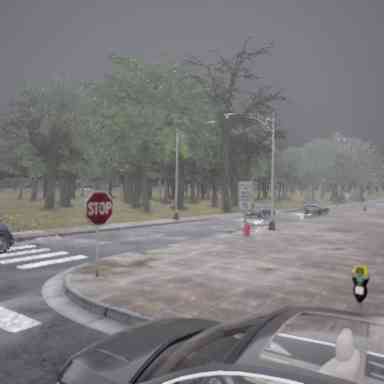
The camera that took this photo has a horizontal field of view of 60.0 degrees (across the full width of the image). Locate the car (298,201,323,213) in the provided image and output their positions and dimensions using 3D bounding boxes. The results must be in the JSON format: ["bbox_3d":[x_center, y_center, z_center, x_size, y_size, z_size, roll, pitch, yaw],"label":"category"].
[{"bbox_3d":[17.094,2.113,47.706,2.128,1.511,4.902,1,0,36],"label":"car"}]

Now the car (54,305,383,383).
[{"bbox_3d":[0.770,1.553,2.241,4.403,1.369,2.008,0,1,36],"label":"car"}]

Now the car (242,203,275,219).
[{"bbox_3d":[6.799,1.856,33.481,1.837,1.490,4.892,1,0,36],"label":"car"}]

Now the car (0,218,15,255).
[{"bbox_3d":[-8.864,1.425,11.615,2.097,1.767,4.553,1,0,36],"label":"car"}]

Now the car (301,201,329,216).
[{"bbox_3d":[15.065,2.037,39.973,2.128,1.511,4.902,1,0,36],"label":"car"}]
